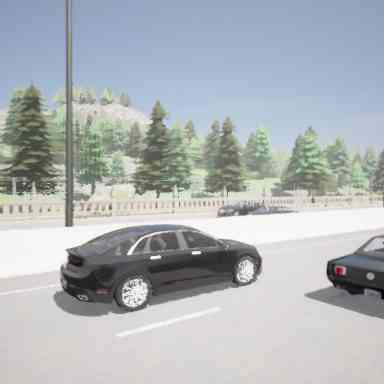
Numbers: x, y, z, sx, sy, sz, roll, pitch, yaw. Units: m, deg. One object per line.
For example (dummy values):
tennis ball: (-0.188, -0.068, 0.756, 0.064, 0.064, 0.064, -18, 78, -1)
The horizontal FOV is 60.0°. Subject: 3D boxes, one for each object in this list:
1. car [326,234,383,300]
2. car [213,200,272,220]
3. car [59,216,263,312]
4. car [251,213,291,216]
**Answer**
car: (5.137, 1.588, 7.411, 4.718, 1.301, 1.895, 0, 0, -36)
car: (4.367, 1.483, 28.481, 4.902, 1.511, 2.128, 0, 0, -36)
car: (-0.449, 1.498, 7.726, 4.892, 1.490, 1.837, 0, 0, -36)
car: (4.843, 1.540, 20.276, 4.181, 1.385, 1.994, 0, 0, -35)
